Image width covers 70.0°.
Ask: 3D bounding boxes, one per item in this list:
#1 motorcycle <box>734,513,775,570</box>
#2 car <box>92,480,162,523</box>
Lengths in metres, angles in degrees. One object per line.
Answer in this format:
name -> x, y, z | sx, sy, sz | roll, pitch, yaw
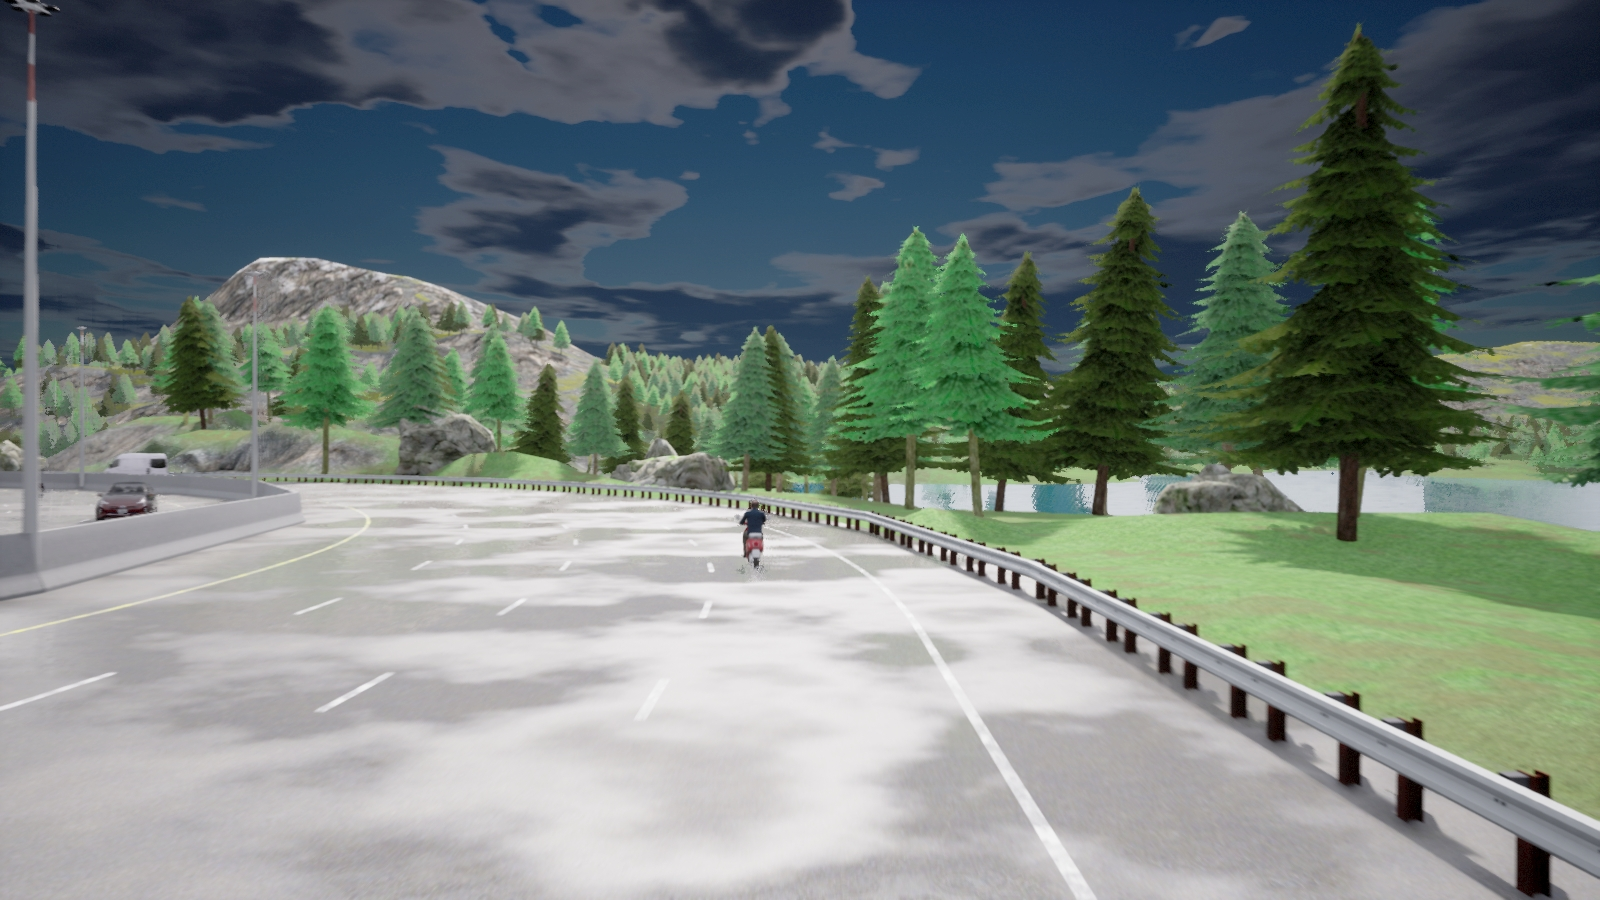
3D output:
motorcycle -> -1.123, 2.201, 27.656 | 0.856, 1.236, 1.805 | 1, 0, -6
car -> -27.197, 2.061, 46.317 | 2.007, 1.525, 4.514 | 0, 0, -25
